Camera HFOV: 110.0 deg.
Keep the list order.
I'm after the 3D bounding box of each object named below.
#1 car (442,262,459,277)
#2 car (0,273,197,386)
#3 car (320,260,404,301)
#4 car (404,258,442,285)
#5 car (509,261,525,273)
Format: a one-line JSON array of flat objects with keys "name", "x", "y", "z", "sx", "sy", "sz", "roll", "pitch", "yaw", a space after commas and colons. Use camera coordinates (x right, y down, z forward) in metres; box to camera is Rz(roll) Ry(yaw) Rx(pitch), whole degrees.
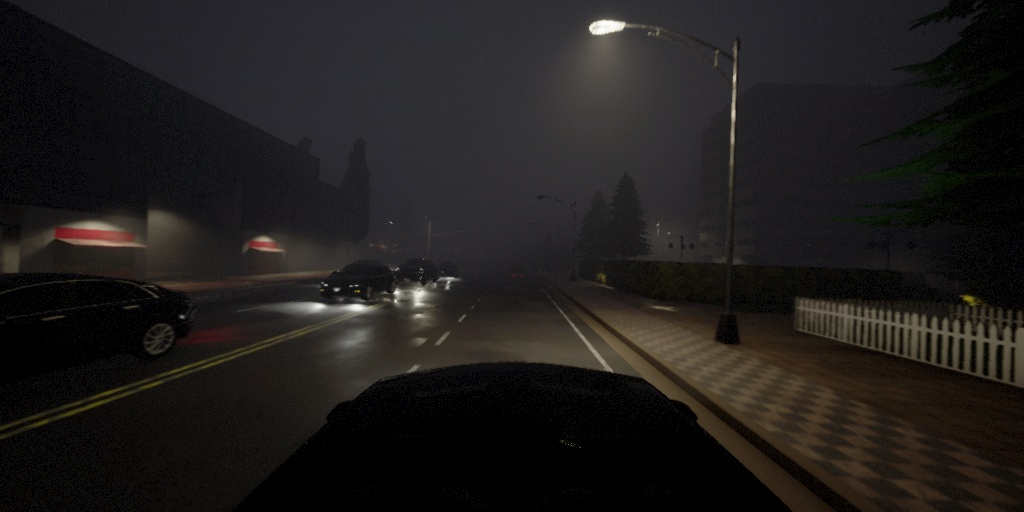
[{"name": "car", "x": -6.444, "y": 1.329, "z": 35.547, "sx": 1.994, "sy": 1.385, "sz": 4.181, "roll": 2, "pitch": -1, "yaw": 1}, {"name": "car", "x": -7.050, "y": 1.012, "z": 4.892, "sx": 1.837, "sy": 1.490, "sz": 4.892, "roll": 2, "pitch": 0, "yaw": 1}, {"name": "car", "x": -6.850, "y": 1.109, "z": 16.543, "sx": 1.837, "sy": 1.490, "sz": 4.892, "roll": 2, "pitch": -1, "yaw": 1}, {"name": "car", "x": -6.598, "y": 0.951, "z": 24.978, "sx": 2.097, "sy": 1.767, "sz": 4.553, "roll": 2, "pitch": 0, "yaw": 1}, {"name": "car", "x": 0.834, "y": 1.759, "z": 51.005, "sx": 1.895, "sy": 1.301, "sz": 4.718, "roll": 2, "pitch": 0, "yaw": 1}]
